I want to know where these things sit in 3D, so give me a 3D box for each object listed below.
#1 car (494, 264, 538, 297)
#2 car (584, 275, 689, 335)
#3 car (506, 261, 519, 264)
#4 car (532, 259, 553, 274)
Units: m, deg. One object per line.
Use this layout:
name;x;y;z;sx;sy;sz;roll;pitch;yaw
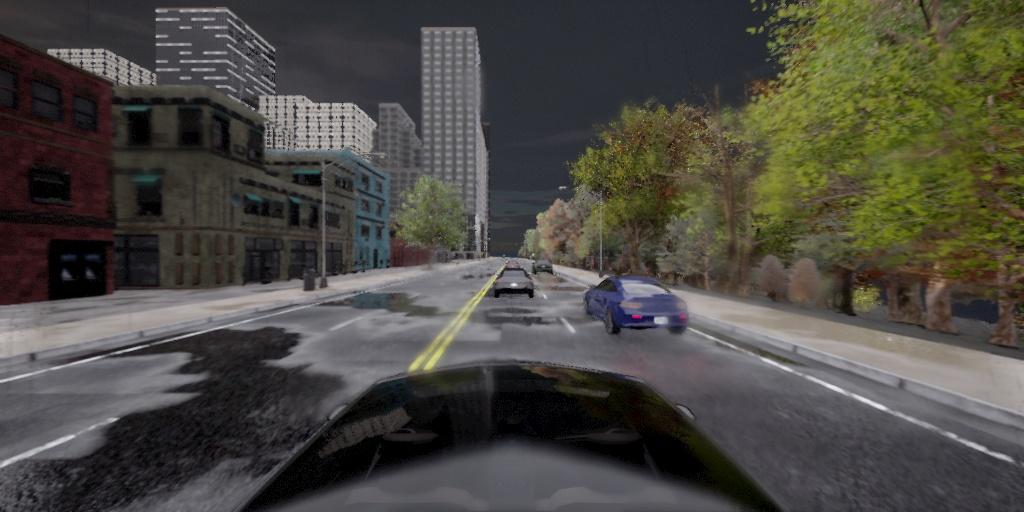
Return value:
car;0.095;1.316;18.888;1.994;1.385;4.181;0;0;0
car;3.348;1.278;10.352;1.812;1.442;4.674;0;0;0
car;0.088;1.319;48.141;1.994;1.385;4.181;0;0;0
car;3.341;1.106;40.339;2.097;1.767;4.553;0;0;0
